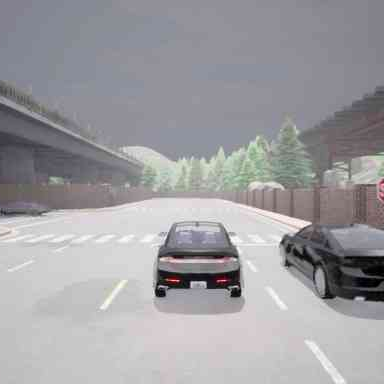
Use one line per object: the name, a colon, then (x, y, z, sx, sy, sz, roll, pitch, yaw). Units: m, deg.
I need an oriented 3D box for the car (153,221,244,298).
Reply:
car: (0.144, 1.492, 8.526, 2.128, 1.511, 4.902, 0, 0, 1)

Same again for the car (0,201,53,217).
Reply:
car: (-15.912, 1.547, 30.942, 5.357, 1.411, 2.033, 0, 0, -2)

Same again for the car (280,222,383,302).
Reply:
car: (3.645, 1.478, 8.377, 1.882, 1.535, 5.008, 0, 0, 1)
